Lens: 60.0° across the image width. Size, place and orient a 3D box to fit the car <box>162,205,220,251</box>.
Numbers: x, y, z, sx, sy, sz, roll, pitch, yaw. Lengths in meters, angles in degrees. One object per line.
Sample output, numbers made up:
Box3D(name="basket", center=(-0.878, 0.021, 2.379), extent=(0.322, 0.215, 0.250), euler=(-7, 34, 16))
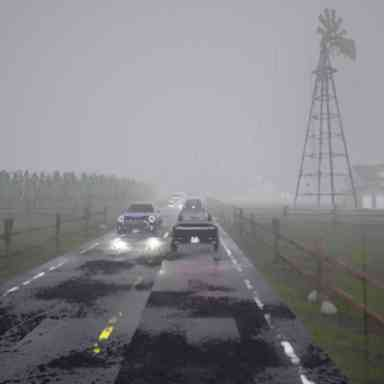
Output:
Box3D(name="car", center=(0.110, 1.504, 14.178), extent=(2.128, 1.511, 4.902), euler=(0, 0, 0))

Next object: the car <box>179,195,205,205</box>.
Box3D(name="car", center=(0.125, 1.383, 31.710), extent=(2.097, 1.767, 4.553), euler=(0, 0, 0))

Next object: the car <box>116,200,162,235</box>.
Box3D(name="car", center=(-2.835, 1.369, 18.858), extent=(2.097, 1.767, 4.553), euler=(0, 0, 0))

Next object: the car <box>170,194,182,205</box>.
Box3D(name="car", center=(-2.741, 1.297, 60.138), extent=(2.150, 2.045, 5.566), euler=(0, 0, 1))
